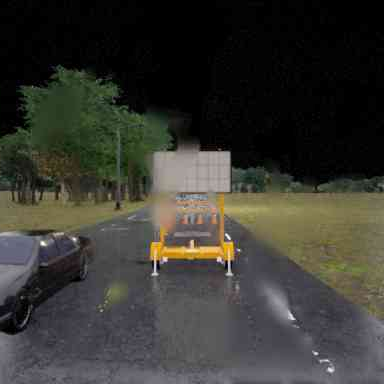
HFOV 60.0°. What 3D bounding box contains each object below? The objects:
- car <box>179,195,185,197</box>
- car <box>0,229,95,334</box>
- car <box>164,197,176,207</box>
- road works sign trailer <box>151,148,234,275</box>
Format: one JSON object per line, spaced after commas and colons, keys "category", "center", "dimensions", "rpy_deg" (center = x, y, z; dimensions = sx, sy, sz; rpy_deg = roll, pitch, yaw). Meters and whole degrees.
{"category": "car", "center": [-2.670, 0.898, 90.343], "dimensions": [1.994, 1.385, 4.181], "rpy_deg": [0, 1, 1]}
{"category": "car", "center": [-3.593, 1.537, 7.001], "dimensions": [2.033, 1.411, 5.357], "rpy_deg": [0, 0, 0]}
{"category": "car", "center": [-3.359, 1.438, 48.012], "dimensions": [1.895, 1.301, 4.718], "rpy_deg": [0, 0, 1]}
{"category": "road works sign trailer", "center": [0.010, 0.445, 10.314], "dimensions": [2.380, 3.560, 2.880], "rpy_deg": [0, 0, 0]}
